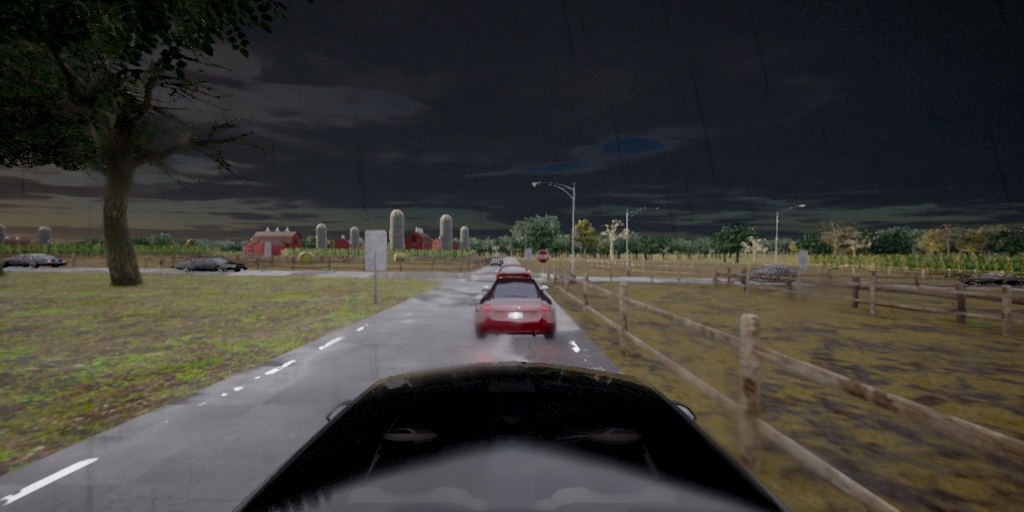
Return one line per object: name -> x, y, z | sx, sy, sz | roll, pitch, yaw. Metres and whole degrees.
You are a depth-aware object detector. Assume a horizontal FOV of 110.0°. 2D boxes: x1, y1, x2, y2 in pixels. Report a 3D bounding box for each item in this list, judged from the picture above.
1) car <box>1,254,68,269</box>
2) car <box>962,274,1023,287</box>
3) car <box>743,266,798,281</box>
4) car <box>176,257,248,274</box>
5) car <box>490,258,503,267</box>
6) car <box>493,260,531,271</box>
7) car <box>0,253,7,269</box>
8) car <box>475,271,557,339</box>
car -> -47.387, 0.498, 35.355 | 5.357, 1.411, 2.033 | 1, 1, 0
car -> 48.153, 2.404, 35.839 | 4.718, 1.301, 1.895 | 2, 1, 0
car -> 25.762, 1.722, 35.798 | 4.902, 1.511, 2.128 | 1, 1, 0
car -> -27.213, 0.827, 32.563 | 5.357, 1.411, 2.033 | 1, 1, 0
car -> -2.783, 1.121, 60.960 | 1.837, 1.490, 4.892 | 0, 0, 0
car -> 0.059, 1.197, 20.014 | 1.882, 1.535, 5.008 | 0, 0, -1
car -> -49.657, 0.447, 32.520 | 5.008, 1.535, 1.882 | 0, 1, 0
car -> 0.097, 1.301, 10.048 | 1.994, 1.385, 4.181 | 0, 0, 0
